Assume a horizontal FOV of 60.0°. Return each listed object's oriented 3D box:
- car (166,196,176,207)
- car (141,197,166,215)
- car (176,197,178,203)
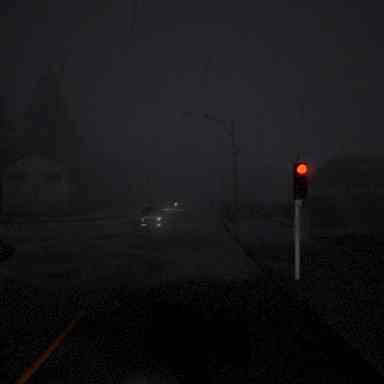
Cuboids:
[{"bbox_3d":[-4.072,1.491,52.312,2.128,1.511,4.902,0,0,0],"label":"car"},{"bbox_3d":[-4.087,1.478,34.705,1.882,1.535,5.008,0,0,0],"label":"car"},{"bbox_3d":[-3.975,1.523,69.245,1.812,1.442,4.674,0,0,0],"label":"car"}]
